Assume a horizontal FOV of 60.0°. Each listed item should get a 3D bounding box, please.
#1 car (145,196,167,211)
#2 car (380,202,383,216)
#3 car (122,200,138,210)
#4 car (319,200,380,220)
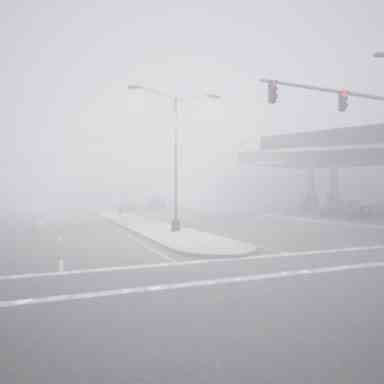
[{"bbox_3d":[-5.455,1.671,49.514,2.150,2.045,5.566,0,0,-21],"label":"car"},{"bbox_3d":[18.315,1.667,31.732,1.970,1.475,3.806,0,-1,-22],"label":"car"},{"bbox_3d":[-9.493,1.944,50.232,1.882,1.535,5.008,0,0,-21],"label":"car"},{"bbox_3d":[13.267,1.500,28.886,2.242,1.667,4.611,0,-1,-22],"label":"car"}]
